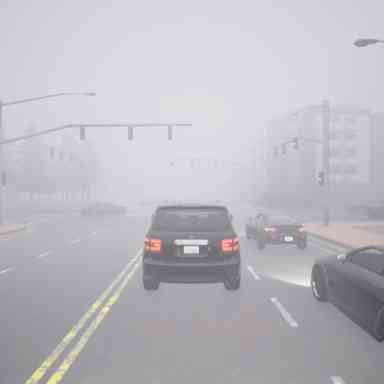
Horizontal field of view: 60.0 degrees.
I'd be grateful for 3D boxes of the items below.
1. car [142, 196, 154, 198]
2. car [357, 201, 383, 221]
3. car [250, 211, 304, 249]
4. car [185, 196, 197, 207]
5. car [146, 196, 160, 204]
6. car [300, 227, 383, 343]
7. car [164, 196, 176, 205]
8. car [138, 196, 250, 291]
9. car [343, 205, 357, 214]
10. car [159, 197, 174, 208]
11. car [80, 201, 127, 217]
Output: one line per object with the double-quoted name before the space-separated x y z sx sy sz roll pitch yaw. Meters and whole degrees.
"car" -7.355 1.503 53.034 1.882 1.535 5.008 0 0 -1
"car" 16.329 1.538 26.836 4.674 1.442 1.812 0 0 -3
"car" 3.505 1.533 14.357 1.812 1.442 4.674 0 0 0
"car" -0.168 1.503 53.850 1.882 1.535 5.008 0 0 -1
"car" -7.391 1.521 63.303 2.128 1.511 4.902 0 0 0
"car" 3.571 1.567 5.637 1.994 1.385 4.181 0 0 0
"car" -3.889 1.506 59.873 1.882 1.535 5.008 0 0 0
"car" 0.001 1.226 9.190 2.150 2.045 5.566 0 0 0
"car" 18.062 1.617 34.061 4.718 1.301 1.895 0 0 -2
"car" -3.852 1.501 50.457 1.882 1.535 5.008 0 0 0
"car" -8.261 1.579 31.120 4.181 1.385 1.994 0 0 -21
